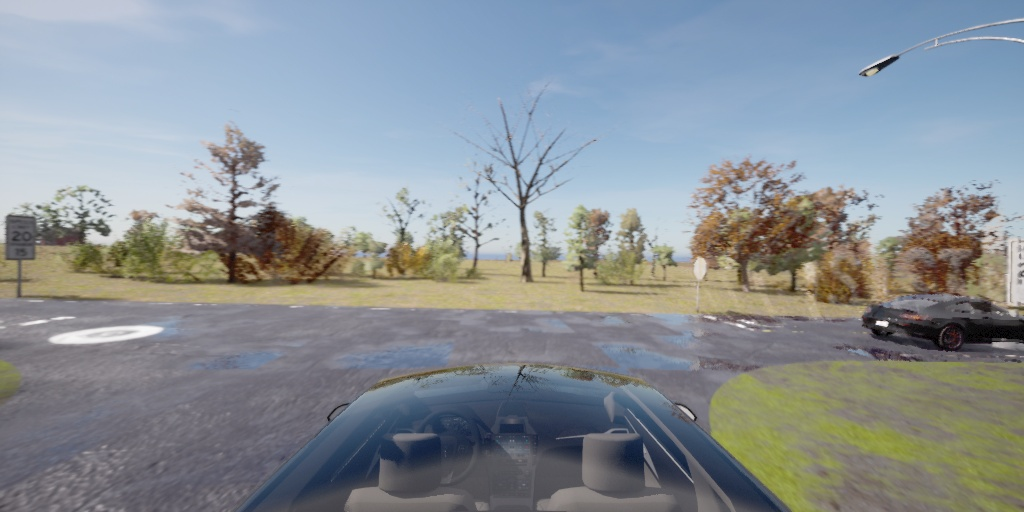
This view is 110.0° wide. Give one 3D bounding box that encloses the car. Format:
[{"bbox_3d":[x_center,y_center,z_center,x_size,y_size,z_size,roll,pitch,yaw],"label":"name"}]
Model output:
[{"bbox_3d":[13.097,1.884,10.640,4.674,1.442,1.812,2,0,-4],"label":"car"}]
